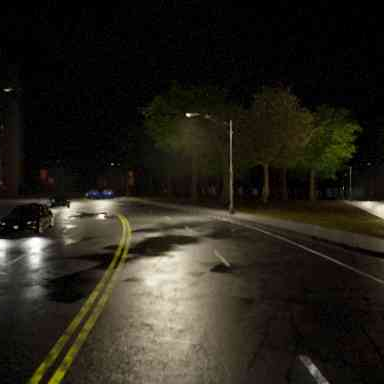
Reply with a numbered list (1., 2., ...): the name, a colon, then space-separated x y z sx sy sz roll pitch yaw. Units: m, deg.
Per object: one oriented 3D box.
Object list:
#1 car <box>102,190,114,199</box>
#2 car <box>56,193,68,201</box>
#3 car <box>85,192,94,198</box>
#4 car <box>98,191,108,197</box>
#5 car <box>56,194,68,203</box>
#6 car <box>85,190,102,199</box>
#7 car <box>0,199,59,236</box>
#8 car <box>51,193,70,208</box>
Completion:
1. car: -19.299 0.531 76.262 2.150 2.045 5.566 -1 1 -21
2. car: -26.273 1.014 67.291 2.128 1.511 4.902 -1 1 -21
3. car: -26.094 0.704 84.805 1.895 1.301 4.718 -1 1 -21
4. car: -23.054 0.566 85.950 1.837 1.490 4.892 -1 1 -21
5. car: -22.344 1.079 57.141 1.837 1.490 4.892 -1 0 -21
6. car: -22.328 0.574 75.087 2.150 2.045 5.566 -1 1 -21
7. car: -8.793 1.392 18.007 1.837 1.490 4.892 -1 1 -12
8. car: -16.362 1.050 41.526 2.097 1.767 4.553 -1 1 -21
